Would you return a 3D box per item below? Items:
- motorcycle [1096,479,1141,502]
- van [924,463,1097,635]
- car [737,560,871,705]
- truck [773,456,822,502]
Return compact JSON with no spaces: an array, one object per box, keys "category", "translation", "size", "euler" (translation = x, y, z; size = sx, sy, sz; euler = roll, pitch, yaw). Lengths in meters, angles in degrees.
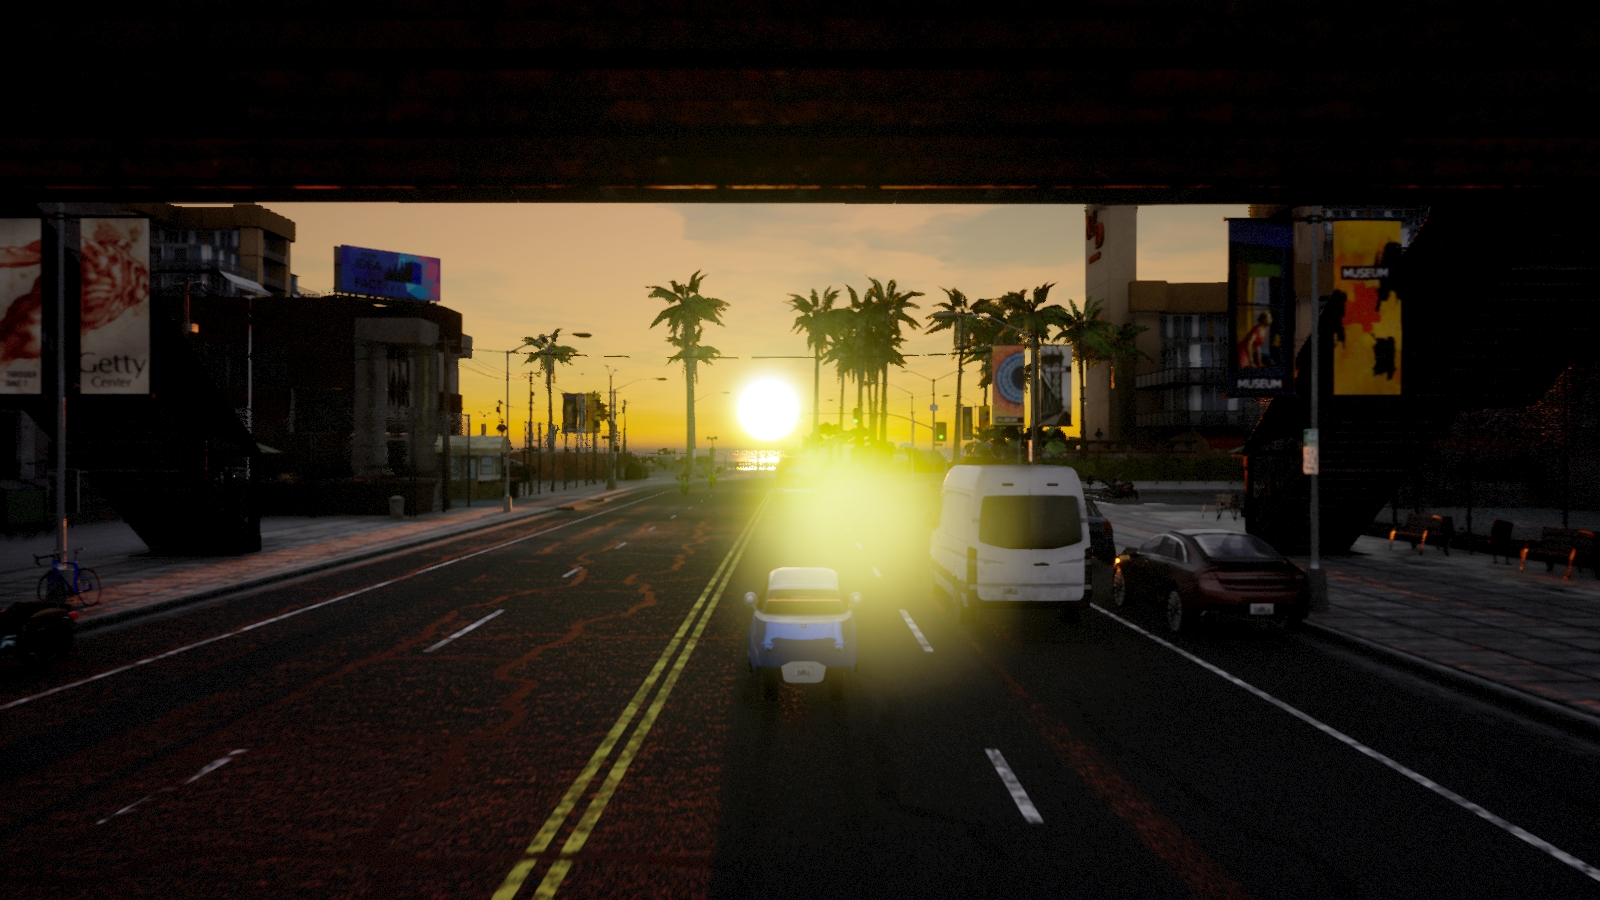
[{"category":"motorcycle","translation":[17.590,2.216,63.101],"size":[2.209,1.251,0.867],"euler":[0,1,-3]},{"category":"van","translation":[3.526,1.538,20.396],"size":[1.988,2.561,5.915],"euler":[0,0,0]},{"category":"car","translation":[0.040,2.123,13.718],"size":[1.481,1.376,2.207],"euler":[0,0,0]},{"category":"truck","translation":[-0.142,1.579,64.508],"size":[2.627,2.467,5.204],"euler":[0,0,0]}]
